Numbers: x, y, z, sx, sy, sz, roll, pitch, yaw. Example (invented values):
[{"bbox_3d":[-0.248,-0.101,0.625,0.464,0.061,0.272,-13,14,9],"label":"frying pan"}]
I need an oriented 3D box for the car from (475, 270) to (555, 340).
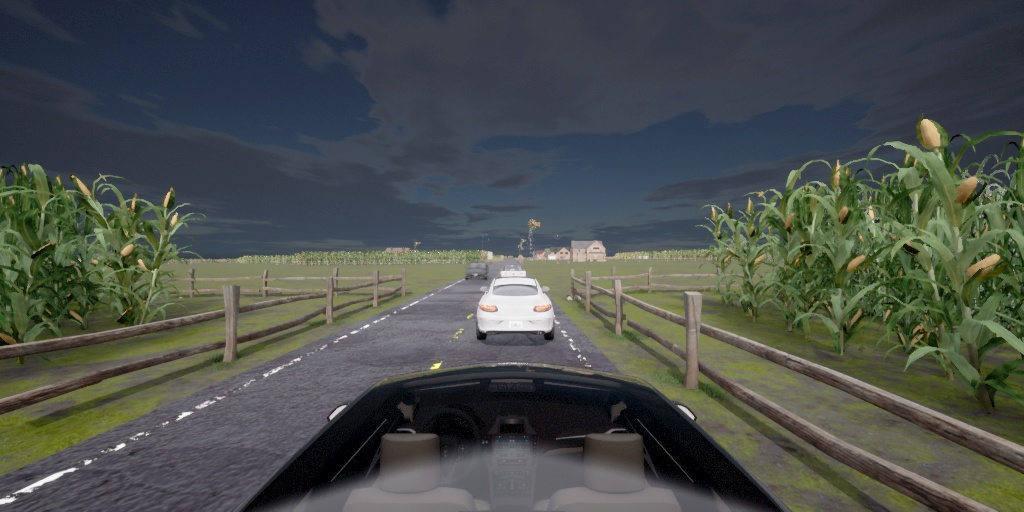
[{"bbox_3d":[0.079,1.279,9.865,1.812,1.442,4.674,0,0,0],"label":"car"}]

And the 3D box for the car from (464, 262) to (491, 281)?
[{"bbox_3d":[-2.869,1.275,30.516,1.837,1.490,4.892,0,0,0],"label":"car"}]

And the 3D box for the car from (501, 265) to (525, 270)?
[{"bbox_3d":[0.074,1.369,28.335,1.895,1.301,4.718,0,0,-1],"label":"car"}]
